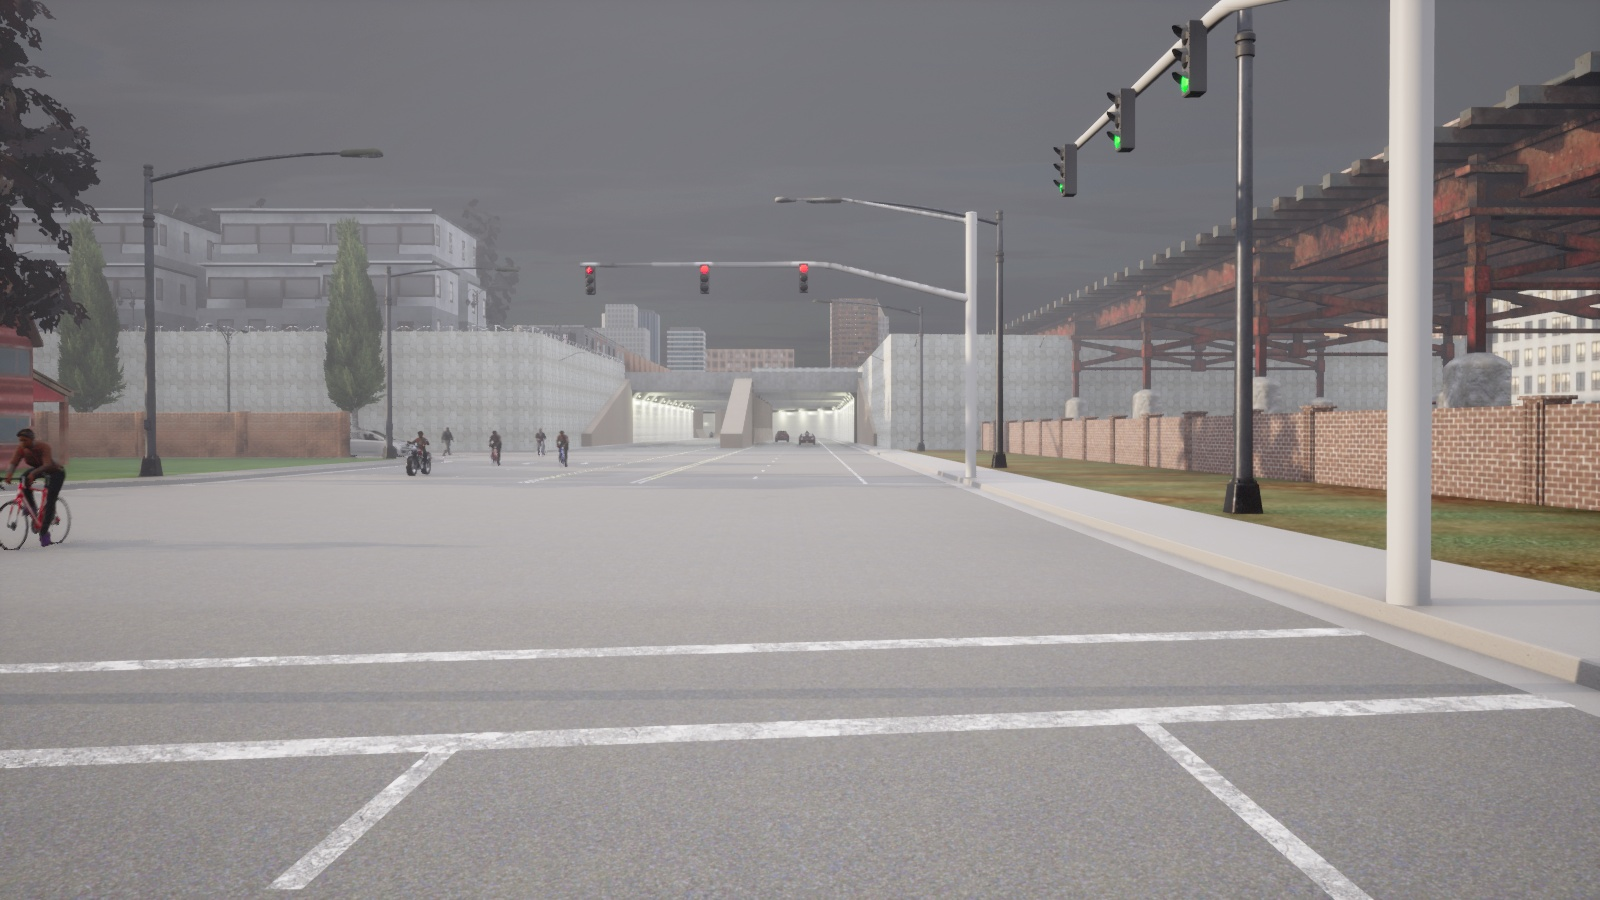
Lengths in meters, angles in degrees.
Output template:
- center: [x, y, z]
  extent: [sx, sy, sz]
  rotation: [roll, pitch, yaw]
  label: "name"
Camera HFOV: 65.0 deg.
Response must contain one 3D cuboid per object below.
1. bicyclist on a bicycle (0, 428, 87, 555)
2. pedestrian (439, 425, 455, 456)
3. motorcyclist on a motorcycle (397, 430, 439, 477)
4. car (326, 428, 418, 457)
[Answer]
- center: [-10.391, 0.517, 16.951]
  extent: [0.582, 1.620, 1.656]
  rotation: [0, 1, 0]
  label: "bicyclist on a bicycle"
- center: [-21.317, -0.564, 75.823]
  extent: [0.849, 1.883, 0.563]
  rotation: [1, 1, 34]
  label: "pedestrian"
- center: [-13.734, 0.094, 45.241]
  extent: [0.766, 1.649, 2.350]
  rotation: [0, 1, 0]
  label: "motorcyclist on a motorcycle"
- center: [-24.936, -0.456, 73.317]
  extent: [4.611, 1.667, 2.242]
  rotation: [0, 1, 0]
  label: "car"
